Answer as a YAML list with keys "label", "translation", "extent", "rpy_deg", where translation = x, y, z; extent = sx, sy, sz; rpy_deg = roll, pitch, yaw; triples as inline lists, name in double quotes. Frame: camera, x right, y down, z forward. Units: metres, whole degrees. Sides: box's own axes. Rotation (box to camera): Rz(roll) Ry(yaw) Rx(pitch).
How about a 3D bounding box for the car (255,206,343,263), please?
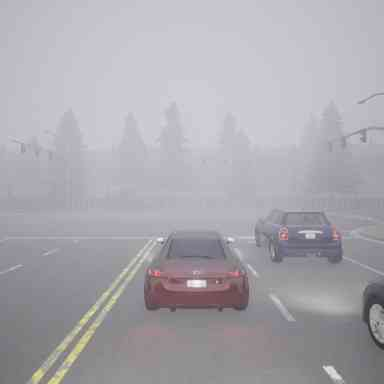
- label: "car"
  translation: [3.636, 1.352, 12.159]
  extent: [2.097, 1.767, 4.553]
  rpy_deg: [0, 0, 2]

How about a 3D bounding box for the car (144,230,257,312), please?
- label: "car"
  translation: [0.081, 1.564, 7.788]
  extent: [1.994, 1.385, 4.181]
  rpy_deg: [0, 0, 0]

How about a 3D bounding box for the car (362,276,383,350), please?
- label: "car"
  translation: [3.592, 1.505, 3.315]
  extent: [1.837, 1.490, 4.892]
  rpy_deg: [0, 0, 0]
